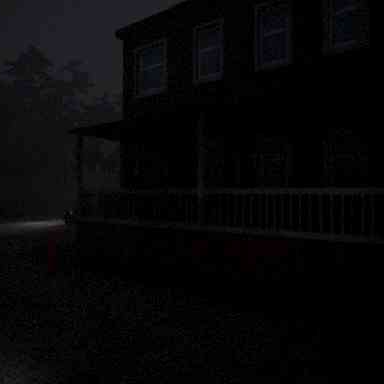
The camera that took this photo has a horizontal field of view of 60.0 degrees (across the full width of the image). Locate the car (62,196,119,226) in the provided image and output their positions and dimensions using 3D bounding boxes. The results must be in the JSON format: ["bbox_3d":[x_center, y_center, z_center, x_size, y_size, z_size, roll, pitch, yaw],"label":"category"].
[{"bbox_3d":[-6.474,1.353,22.942,2.097,1.767,4.553,0,0,35],"label":"car"}]

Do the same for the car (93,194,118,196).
[{"bbox_3d":[-7.697,1.221,28.480,2.150,2.045,5.566,0,0,35],"label":"car"}]
